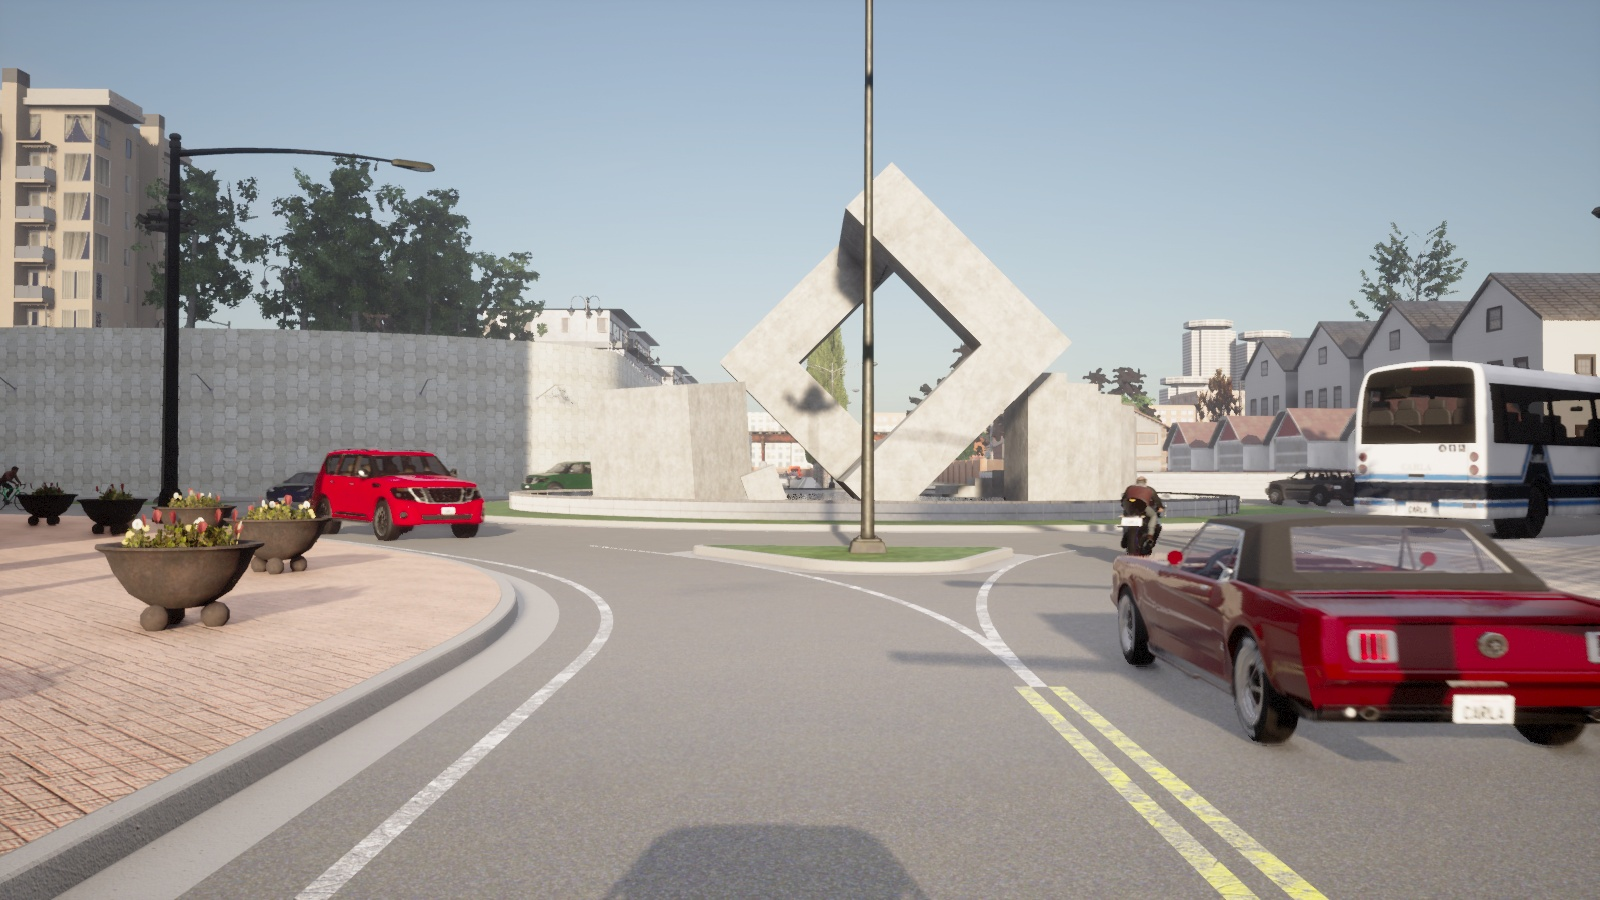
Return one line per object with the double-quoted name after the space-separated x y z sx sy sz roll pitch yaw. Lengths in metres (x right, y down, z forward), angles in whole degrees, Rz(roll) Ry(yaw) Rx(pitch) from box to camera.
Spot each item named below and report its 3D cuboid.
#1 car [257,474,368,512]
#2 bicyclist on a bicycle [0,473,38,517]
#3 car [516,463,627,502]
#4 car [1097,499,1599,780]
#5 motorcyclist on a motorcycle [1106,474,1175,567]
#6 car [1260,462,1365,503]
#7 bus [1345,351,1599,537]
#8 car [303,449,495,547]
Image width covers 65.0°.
-20.286 1.775 52.472 2.163 1.488 4.792 0 -1 10 "car"
-29.091 1.660 46.309 1.656 1.620 0.582 0 -1 7 "bicyclist on a bicycle"
-12.224 1.710 67.352 5.566 2.045 2.150 1 -1 -43 "car"
3.533 1.046 8.676 1.895 1.301 4.718 0 -1 1 "car"
5.982 1.194 21.982 0.866 1.530 2.191 0 -1 23 "motorcyclist on a motorcycle"
24.189 1.530 59.436 1.932 1.855 4.605 0 -1 -22 "car"
19.090 -0.081 33.296 10.273 4.253 3.944 1 -1 -37 "bus"
-9.392 1.059 29.125 2.150 2.045 5.566 1 -1 -42 "car"
